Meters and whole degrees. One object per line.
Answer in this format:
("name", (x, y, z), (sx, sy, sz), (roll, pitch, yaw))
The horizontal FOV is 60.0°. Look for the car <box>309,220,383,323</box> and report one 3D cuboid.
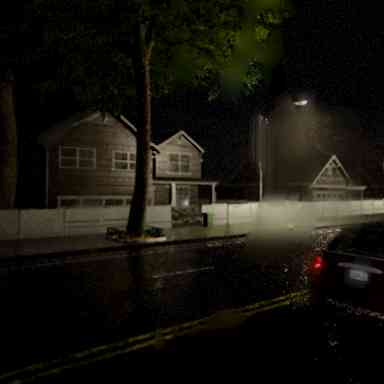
("car", (4.411, 1.368, 6.602), (4.553, 1.767, 2.097), (0, 0, -36))
